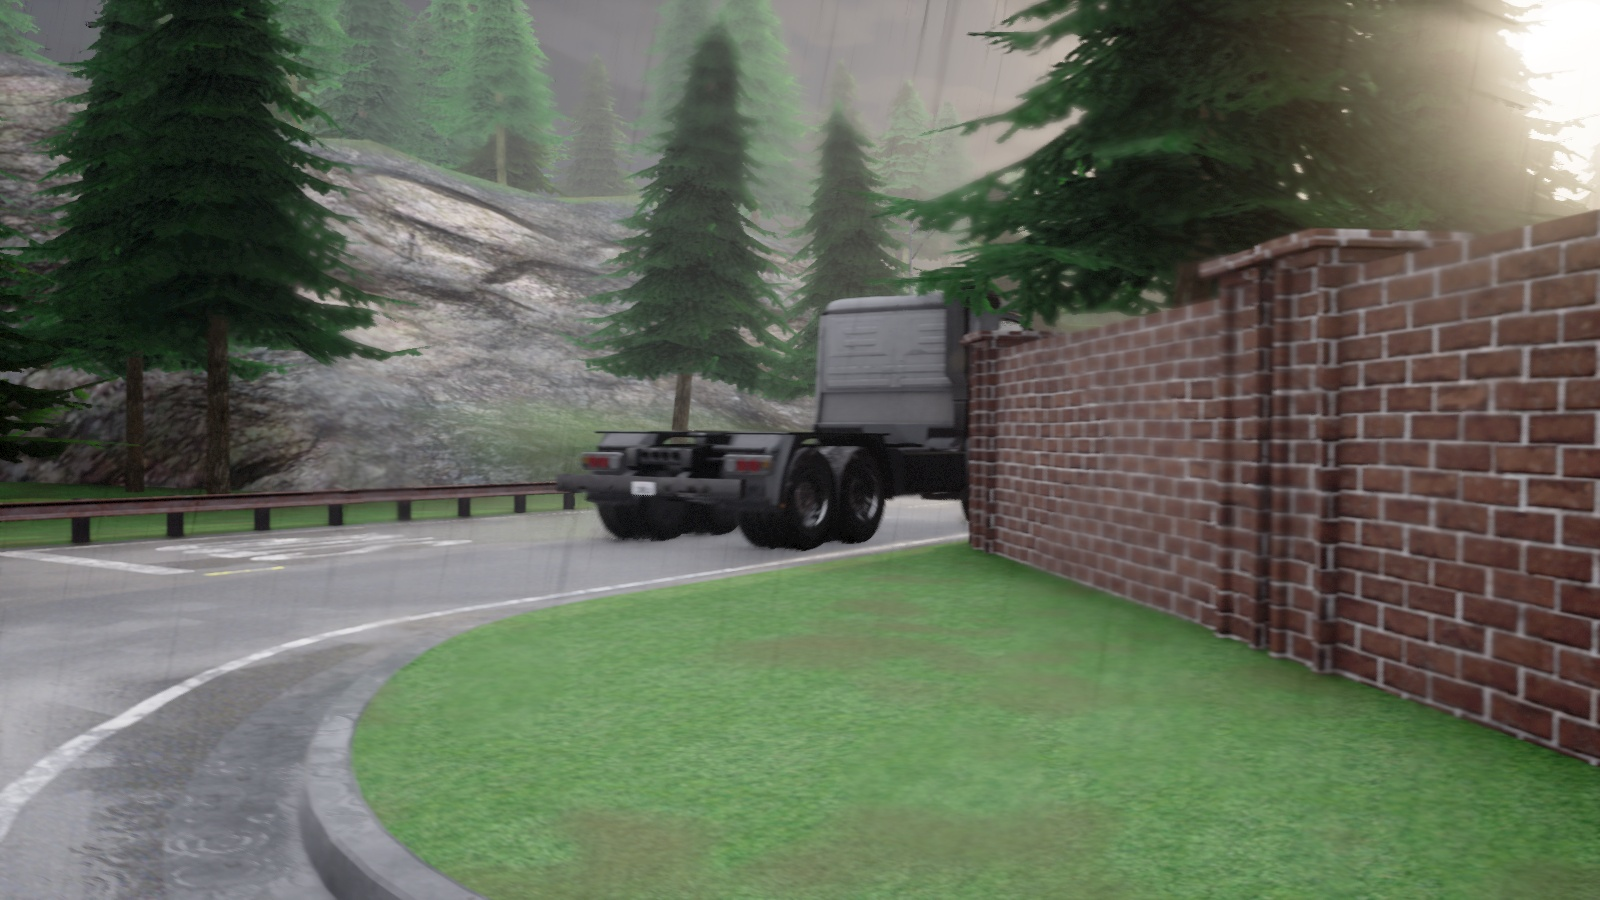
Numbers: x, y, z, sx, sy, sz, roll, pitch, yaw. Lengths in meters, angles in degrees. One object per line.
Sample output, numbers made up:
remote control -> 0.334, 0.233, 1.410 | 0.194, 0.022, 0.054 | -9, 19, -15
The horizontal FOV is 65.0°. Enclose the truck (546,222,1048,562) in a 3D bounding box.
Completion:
truck -> 0.477, -0.648, 16.913 | 2.891, 3.462, 7.936 | 0, 1, 33
